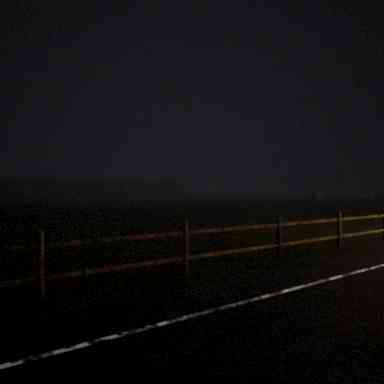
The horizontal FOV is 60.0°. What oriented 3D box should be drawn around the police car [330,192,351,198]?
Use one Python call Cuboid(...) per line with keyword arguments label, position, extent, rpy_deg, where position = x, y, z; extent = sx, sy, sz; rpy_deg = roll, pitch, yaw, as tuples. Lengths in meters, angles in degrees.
Cuboid(label="police car", position=(38.161, 0.750, 85.310), extent=(2.038, 1.542, 4.974), rpy_deg=(1, 0, -32))
